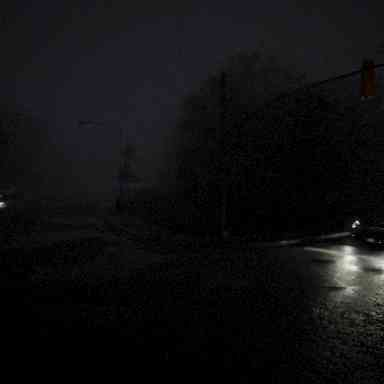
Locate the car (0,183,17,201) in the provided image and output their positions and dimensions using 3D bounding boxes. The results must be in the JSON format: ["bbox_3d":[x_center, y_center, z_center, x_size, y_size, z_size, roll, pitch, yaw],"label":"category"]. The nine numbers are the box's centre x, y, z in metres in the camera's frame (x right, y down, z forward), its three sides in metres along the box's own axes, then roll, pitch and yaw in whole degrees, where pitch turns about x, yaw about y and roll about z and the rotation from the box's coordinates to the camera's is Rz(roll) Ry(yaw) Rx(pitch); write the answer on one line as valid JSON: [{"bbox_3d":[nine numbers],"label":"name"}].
[{"bbox_3d":[-24.791,-0.039,43.335,2.150,2.045,5.566,0,3,-10],"label":"car"}]

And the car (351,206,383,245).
[{"bbox_3d":[9.031,1.357,14.728,4.553,1.767,2.097,-1,0,-36],"label":"car"}]
